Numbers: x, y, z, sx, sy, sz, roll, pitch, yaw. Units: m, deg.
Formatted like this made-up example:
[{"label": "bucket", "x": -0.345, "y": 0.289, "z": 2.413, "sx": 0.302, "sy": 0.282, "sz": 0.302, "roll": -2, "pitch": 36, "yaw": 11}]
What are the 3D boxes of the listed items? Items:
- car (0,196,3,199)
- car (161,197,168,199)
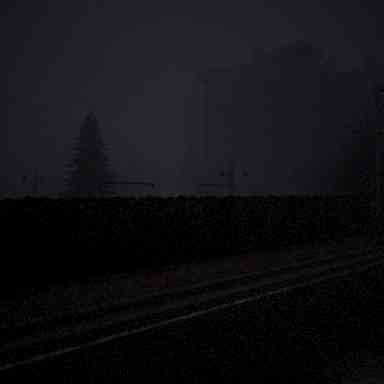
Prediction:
[{"label": "car", "x": -40.384, "y": 1.434, "z": 67.326, "sx": 3.633, "sy": 1.501, "sz": 1.845, "roll": 0, "pitch": 0, "yaw": -38}, {"label": "car", "x": -4.781, "y": 1.479, "z": 50.245, "sx": 2.097, "sy": 1.767, "sz": 4.553, "roll": 0, "pitch": 0, "yaw": -38}]
